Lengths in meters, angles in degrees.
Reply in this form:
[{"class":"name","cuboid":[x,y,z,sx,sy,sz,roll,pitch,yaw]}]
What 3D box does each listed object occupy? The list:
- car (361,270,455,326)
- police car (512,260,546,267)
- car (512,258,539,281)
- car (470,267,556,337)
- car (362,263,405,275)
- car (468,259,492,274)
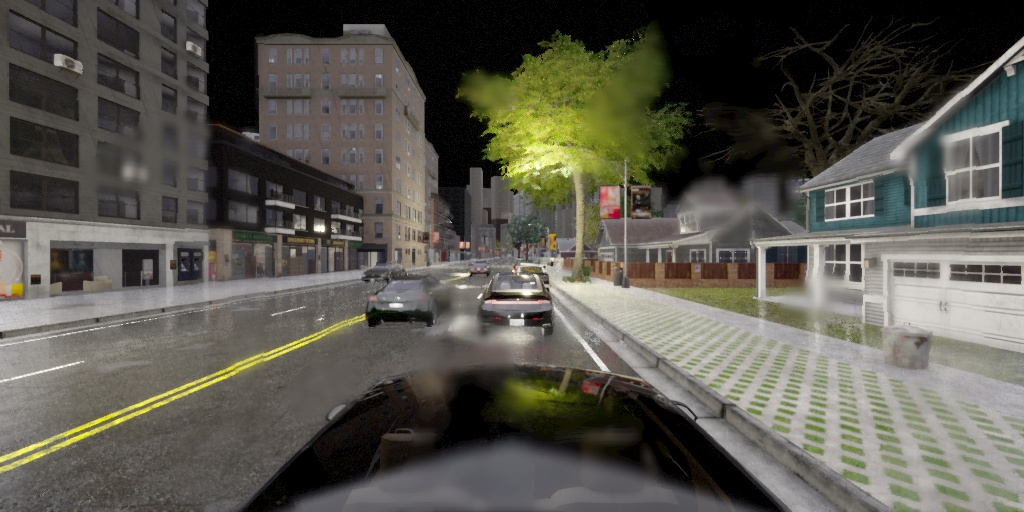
[{"class":"car","cuboid":[-3.123,1.310,11.702,1.994,1.385,4.181,0,0,0]},{"class":"police car","cuboid":[1.027,1.165,20.528,1.930,1.638,5.238,0,0,0]},{"class":"car","cuboid":[1.055,1.081,30.388,2.097,1.767,4.553,0,0,0]},{"class":"car","cuboid":[0.122,1.239,10.278,2.128,1.511,4.902,0,0,0]},{"class":"car","cuboid":[-9.777,1.280,27.811,2.033,1.411,5.357,0,0,0]},{"class":"car","cuboid":[-3.061,1.272,35.592,2.033,1.411,5.357,0,0,0]}]
